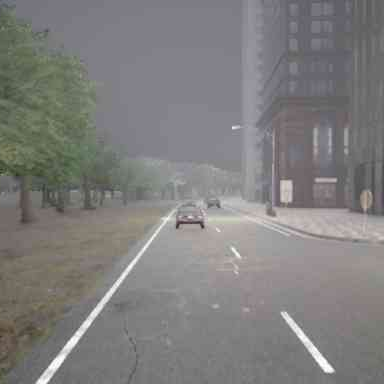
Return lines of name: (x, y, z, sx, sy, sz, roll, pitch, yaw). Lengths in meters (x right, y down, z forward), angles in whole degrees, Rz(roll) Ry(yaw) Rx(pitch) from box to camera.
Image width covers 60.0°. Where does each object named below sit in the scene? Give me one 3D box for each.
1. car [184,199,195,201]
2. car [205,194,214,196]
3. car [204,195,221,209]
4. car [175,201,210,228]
car: (-0.386, 1.697, 48.978, 1.895, 1.301, 4.718, 0, 0, 0)
car: (3.451, 1.419, 64.284, 2.150, 2.045, 5.566, 0, 0, 4)
car: (3.118, 1.608, 48.567, 1.837, 1.490, 4.892, 0, -1, 0)
car: (-0.148, 1.552, 22.480, 2.033, 1.411, 5.357, 0, 0, -1)
